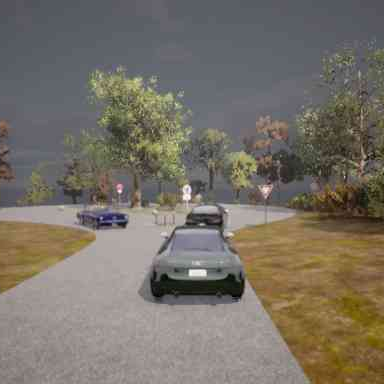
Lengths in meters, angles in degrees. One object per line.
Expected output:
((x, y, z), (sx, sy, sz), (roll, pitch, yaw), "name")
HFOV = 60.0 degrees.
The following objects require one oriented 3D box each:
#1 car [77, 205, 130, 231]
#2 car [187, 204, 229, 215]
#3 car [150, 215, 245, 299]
((-5.489, 1.496, 20.305), (1.895, 1.301, 4.718), (0, 0, -33), "car")
((0.960, 1.383, 18.237), (1.882, 1.535, 5.008), (0, 1, 11), "car")
((0.130, 1.520, 8.422), (1.994, 1.385, 4.181), (0, 0, 1), "car")
